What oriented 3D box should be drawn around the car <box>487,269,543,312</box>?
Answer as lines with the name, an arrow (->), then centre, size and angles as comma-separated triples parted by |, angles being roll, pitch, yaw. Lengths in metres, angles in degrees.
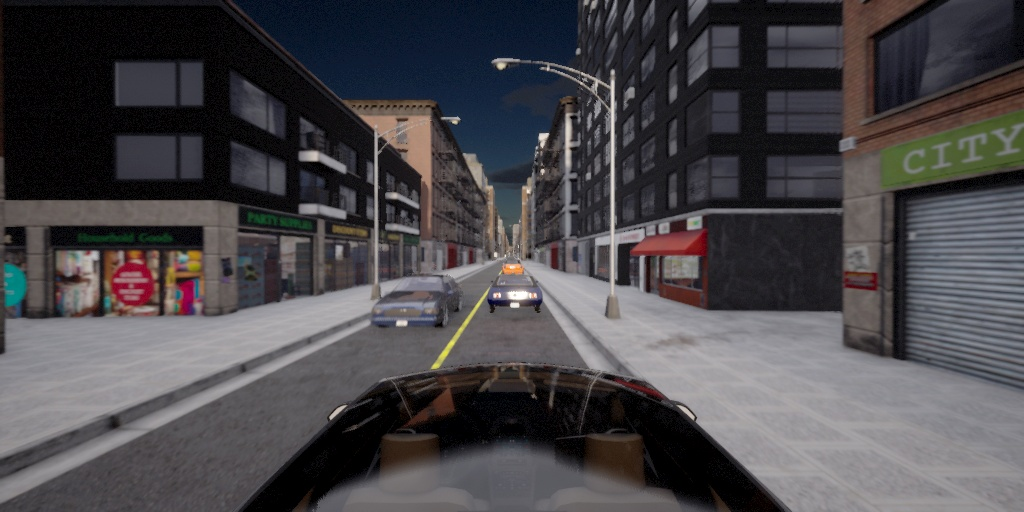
car -> 0.102, 1.350, 14.156 | 1.895, 1.301, 4.718 | 0, 0, 0

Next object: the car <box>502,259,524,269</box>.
car -> 0.103, 1.097, 36.208 | 2.097, 1.767, 4.553 | 0, 0, 0

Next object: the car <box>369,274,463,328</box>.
car -> -2.749, 1.296, 11.625 | 2.033, 1.411, 5.357 | 0, 0, 0
